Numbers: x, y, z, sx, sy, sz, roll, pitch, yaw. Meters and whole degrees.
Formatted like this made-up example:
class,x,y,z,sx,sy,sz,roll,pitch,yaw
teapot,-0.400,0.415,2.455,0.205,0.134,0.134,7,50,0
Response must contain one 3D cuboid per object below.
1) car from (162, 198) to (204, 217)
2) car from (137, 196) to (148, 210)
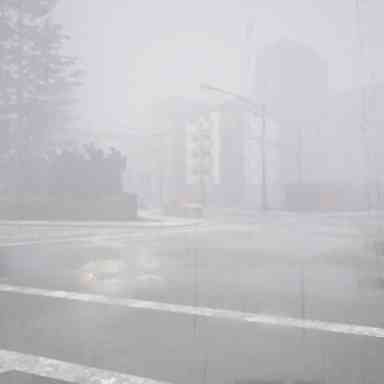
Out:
class,x,y,z,sx,sy,sz,roll,pitch,yaw
car,-0.865,1.332,30.205,1.882,1.535,5.008,0,0,-35
car,-6.907,1.185,38.920,2.097,1.767,4.553,0,0,-35
